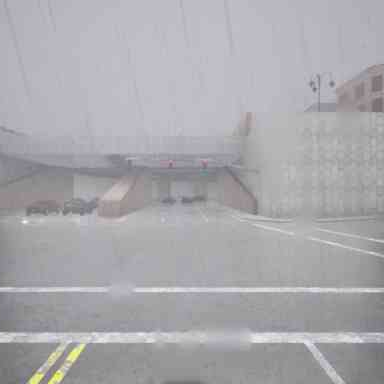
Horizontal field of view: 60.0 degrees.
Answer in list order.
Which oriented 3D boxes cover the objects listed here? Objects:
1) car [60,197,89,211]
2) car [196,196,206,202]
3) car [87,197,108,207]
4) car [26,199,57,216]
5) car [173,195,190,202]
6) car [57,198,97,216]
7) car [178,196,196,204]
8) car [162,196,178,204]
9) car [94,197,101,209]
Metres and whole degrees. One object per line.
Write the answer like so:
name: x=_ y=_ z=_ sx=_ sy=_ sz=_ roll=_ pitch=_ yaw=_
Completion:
car: x=-15.061 y=1.491 z=42.828 sx=2.128 sy=1.511 sz=4.902 roll=0 pitch=0 yaw=-1
car: x=1.520 y=1.524 z=74.777 sx=1.812 sy=1.442 sz=4.674 roll=0 pitch=0 yaw=28
car: x=-15.314 y=1.547 z=54.247 sx=2.033 sy=1.411 sz=5.357 roll=0 pitch=0 yaw=-1
car: x=-14.826 y=1.478 z=33.438 sx=1.882 sy=1.535 sz=5.008 roll=0 pitch=0 yaw=-1
car: x=-2.348 y=1.524 z=74.649 sx=1.812 sy=1.442 sz=4.674 roll=0 pitch=0 yaw=24
car: x=-11.317 y=1.601 z=33.115 sx=1.895 sy=1.301 sz=4.718 roll=0 pitch=0 yaw=-1
car: x=-0.991 y=1.547 z=64.791 sx=2.033 sy=1.411 sz=5.357 roll=0 pitch=0 yaw=4
car: x=-4.521 y=1.547 z=64.292 sx=2.033 sy=1.411 sz=5.357 roll=0 pitch=0 yaw=5
car: x=-11.550 y=1.601 z=42.282 sx=1.895 sy=1.301 sz=4.718 roll=0 pitch=0 yaw=-1
